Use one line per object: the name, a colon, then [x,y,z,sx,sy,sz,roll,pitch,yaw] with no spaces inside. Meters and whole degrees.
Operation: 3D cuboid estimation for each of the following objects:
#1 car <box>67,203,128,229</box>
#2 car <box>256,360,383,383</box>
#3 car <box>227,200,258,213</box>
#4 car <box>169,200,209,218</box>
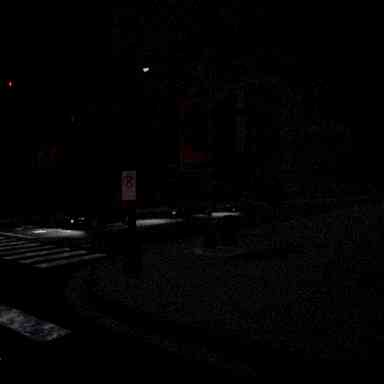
car: [-5.969,1.525,22.215,1.837,1.490,4.892,0,0,32]
car: [2.150,1.551,1.312,4.403,1.369,2.008,0,0,36]
car: [5.956,1.661,39.034,1.895,1.301,4.718,0,0,35]
car: [-0.143,1.530,30.418,2.128,1.511,4.902,0,0,35]
